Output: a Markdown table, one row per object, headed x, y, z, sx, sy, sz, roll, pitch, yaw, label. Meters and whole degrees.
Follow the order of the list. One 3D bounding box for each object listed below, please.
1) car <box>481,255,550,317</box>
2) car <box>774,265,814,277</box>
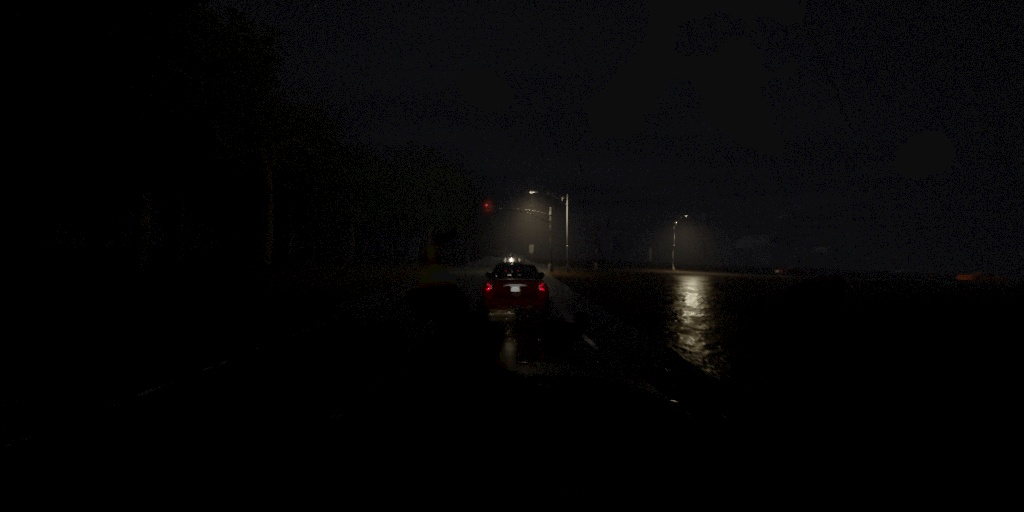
| x | y | z | sx | sy | sz | roll | pitch | yaw | label |
| --- | --- | --- | --- | --- | --- | --- | --- | --- | --- |
| 0.099 | 0.972 | 12.696 | 2.097 | 1.767 | 4.553 | 0 | 1 | 0 | car |
| 37.784 | 1.975 | 48.046 | 4.674 | 1.442 | 1.812 | 2 | 0 | 0 | car |
